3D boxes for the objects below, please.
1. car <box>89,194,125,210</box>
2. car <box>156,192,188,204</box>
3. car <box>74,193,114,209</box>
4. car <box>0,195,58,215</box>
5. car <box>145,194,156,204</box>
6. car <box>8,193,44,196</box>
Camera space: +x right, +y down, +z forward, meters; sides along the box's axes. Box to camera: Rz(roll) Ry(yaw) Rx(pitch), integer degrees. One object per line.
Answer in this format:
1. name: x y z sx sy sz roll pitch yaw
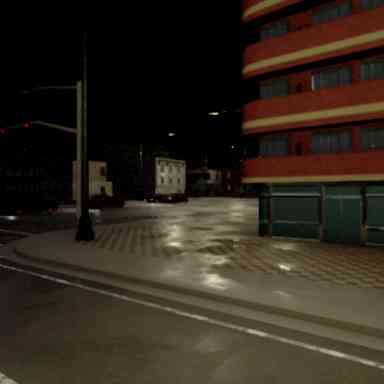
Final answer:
1. car: -10.045 1.269 39.574 1.812 1.442 4.674 0 1 37
2. car: -2.675 0.877 49.462 2.097 1.767 4.553 0 1 37
3. car: -12.357 1.083 42.317 2.097 1.767 4.553 0 1 37
4. car: -15.530 1.352 32.188 1.882 1.535 5.008 0 1 37
5. car: -5.163 1.021 51.980 1.837 1.490 4.892 0 1 37
6. car: -18.037 1.094 34.696 2.150 2.045 5.566 0 1 36
